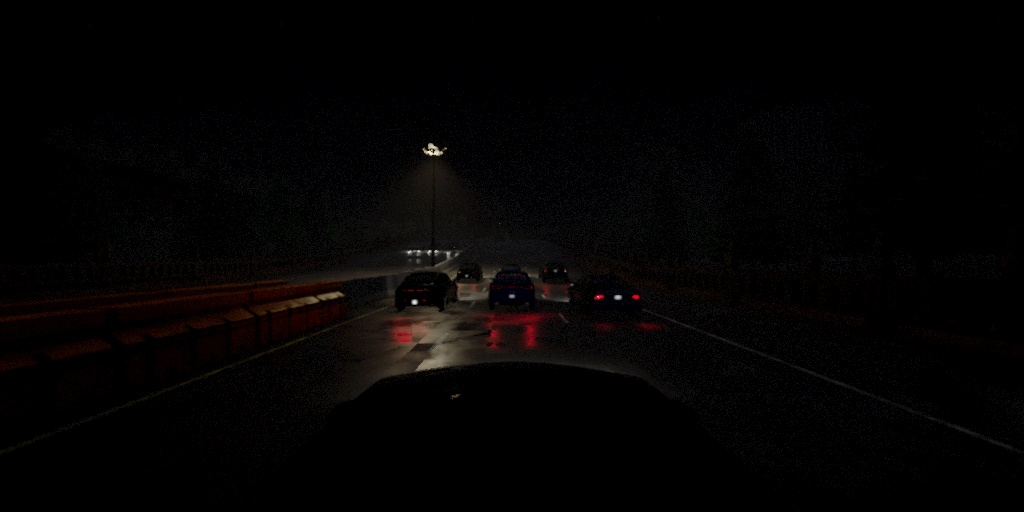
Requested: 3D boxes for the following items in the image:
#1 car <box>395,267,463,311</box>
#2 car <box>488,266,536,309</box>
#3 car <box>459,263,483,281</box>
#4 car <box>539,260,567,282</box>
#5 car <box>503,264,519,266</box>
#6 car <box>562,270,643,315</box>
[{"bbox_3d":[-3.497,1.410,15.319,1.837,1.490,4.892,0,0,0],"label":"car"},{"bbox_3d":[0.006,1.388,16.055,1.882,1.535,5.008,0,0,0],"label":"car"},{"bbox_3d":[-3.581,1.300,30.600,1.812,1.442,4.674,0,2,0],"label":"car"},{"bbox_3d":[3.418,1.142,30.201,2.097,1.767,4.553,0,2,0],"label":"car"},{"bbox_3d":[-0.085,1.368,29.268,2.033,1.411,5.357,0,2,0],"label":"car"},{"bbox_3d":[3.499,1.439,14.328,2.033,1.411,5.357,0,-1,0],"label":"car"}]
